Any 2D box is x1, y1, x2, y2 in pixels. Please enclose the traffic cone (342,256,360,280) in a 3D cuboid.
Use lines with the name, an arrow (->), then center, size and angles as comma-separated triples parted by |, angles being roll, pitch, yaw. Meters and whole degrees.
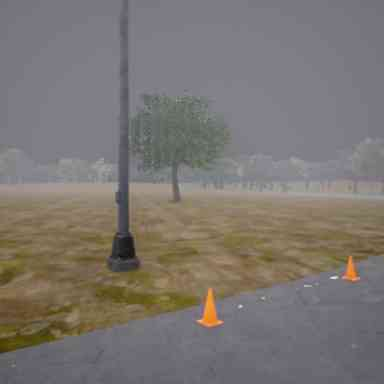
traffic cone -> 4.177, 1.973, 8.731 | 0.340, 0.580, 0.340 | 0, 0, -39

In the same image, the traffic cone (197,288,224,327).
traffic cone -> 0.316, 1.965, 5.764 | 0.340, 0.580, 0.340 | 0, 0, -36
